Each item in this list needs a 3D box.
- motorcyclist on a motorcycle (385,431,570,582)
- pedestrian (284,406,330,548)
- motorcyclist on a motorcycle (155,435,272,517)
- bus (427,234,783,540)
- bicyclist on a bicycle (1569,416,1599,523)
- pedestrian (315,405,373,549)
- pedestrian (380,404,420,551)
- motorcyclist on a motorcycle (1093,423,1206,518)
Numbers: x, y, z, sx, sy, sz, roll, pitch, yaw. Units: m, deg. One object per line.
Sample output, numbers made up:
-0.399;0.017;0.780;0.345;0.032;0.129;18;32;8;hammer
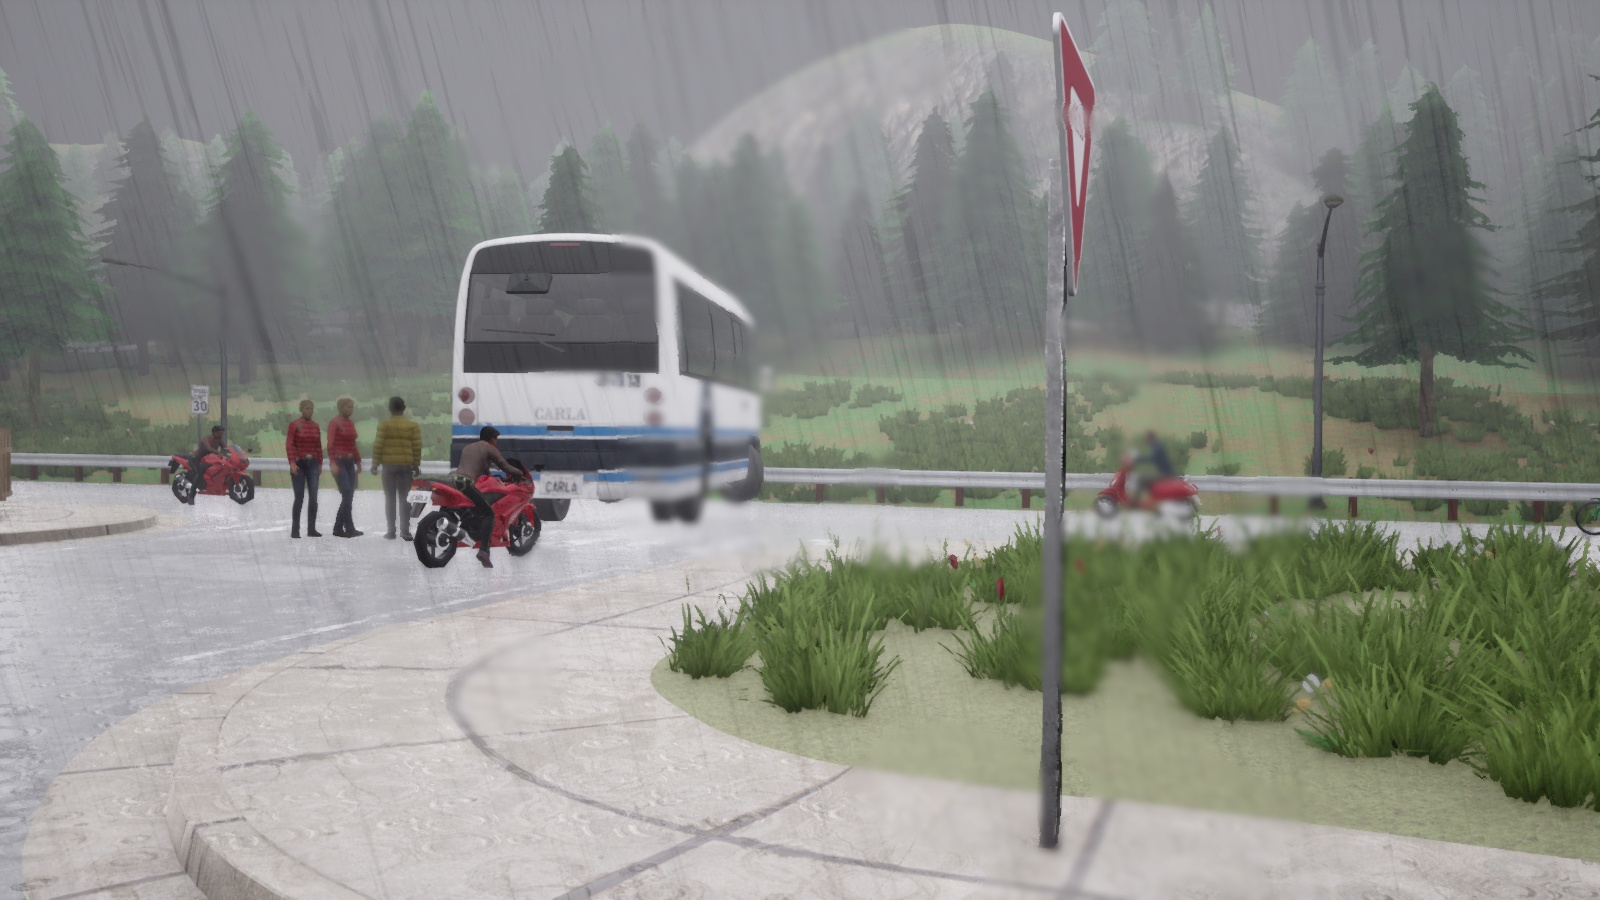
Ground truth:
-3.490;0.557;13.804;0.797;1.523;2.044;0;1;27;motorcyclist on a motorcycle
-6.555;0.348;16.705;0.331;1.846;0.636;-1;1;-44;pedestrian
-11.264;0.486;24.119;2.044;1.523;0.797;0;1;20;motorcyclist on a motorcycle
-2.830;-0.927;22.734;3.944;4.253;10.273;0;1;5;bus
12.717;0.291;19.193;1.509;1.612;0.866;0;1;20;bicyclist on a bicycle
-5.954;0.347;16.395;0.636;1.846;0.331;0;1;22;pedestrian
-5.155;0.343;16.171;0.431;1.840;0.709;-1;1;-21;pedestrian
6.018;0.335;21.608;1.817;1.590;0.866;0;1;20;motorcyclist on a motorcycle
